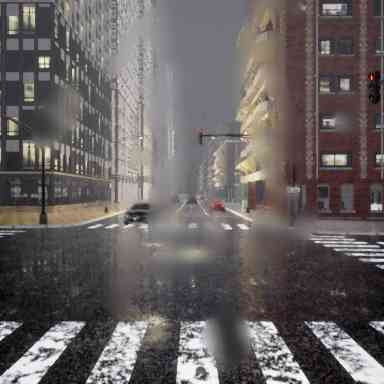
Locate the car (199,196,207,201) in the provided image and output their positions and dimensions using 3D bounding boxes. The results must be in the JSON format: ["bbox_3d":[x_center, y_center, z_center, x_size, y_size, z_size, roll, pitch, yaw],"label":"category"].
[{"bbox_3d":[2.683,1.626,83.981,1.802,1.307,4.206,0,0,0],"label":"car"}]

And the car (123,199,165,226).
[{"bbox_3d":[-3.458,1.502,23.692,1.837,1.490,4.892,0,0,5],"label":"car"}]

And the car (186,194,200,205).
[{"bbox_3d":[-0.004,1.549,59.771,1.812,1.442,4.674,0,0,0],"label":"car"}]

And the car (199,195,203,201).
[{"bbox_3d":[2.687,1.571,55.738,2.008,1.369,4.403,0,0,0],"label":"car"}]

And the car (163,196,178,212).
[{"bbox_3d":[-3.103,1.557,39.051,2.033,1.411,5.357,0,0,0],"label":"car"}]

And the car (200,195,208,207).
[{"bbox_3d":[2.687,1.567,50.090,2.008,1.369,4.403,0,0,0],"label":"car"}]

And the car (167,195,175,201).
[{"bbox_3d":[-5.698,1.595,89.629,1.887,1.381,4.507,0,0,0],"label":"car"}]

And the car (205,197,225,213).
[{"bbox_3d":[2.739,1.591,37.172,1.802,1.307,4.206,0,0,0],"label":"car"}]

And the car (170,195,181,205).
[{"bbox_3d":[-3.030,1.531,61.226,1.837,1.490,4.892,0,-1,0],"label":"car"}]

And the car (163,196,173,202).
[{"bbox_3d":[-5.696,1.589,78.331,2.008,1.369,4.403,0,0,0],"label":"car"}]

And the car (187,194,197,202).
[{"bbox_3d":[-0.005,1.218,69.743,2.097,1.767,4.553,0,0,0],"label":"car"}]

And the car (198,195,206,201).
[{"bbox_3d":[2.683,1.491,89.630,1.967,1.590,4.097,0,0,0],"label":"car"}]
